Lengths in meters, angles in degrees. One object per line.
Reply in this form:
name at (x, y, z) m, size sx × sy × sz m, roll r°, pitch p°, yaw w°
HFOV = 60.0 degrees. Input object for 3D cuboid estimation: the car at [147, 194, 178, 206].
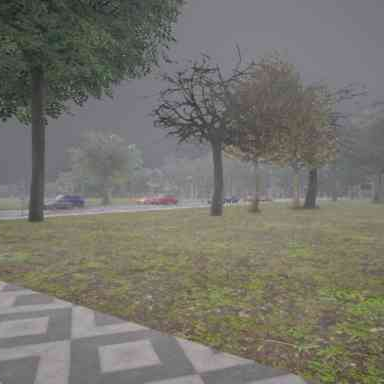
car at (-4.821, 1.335, 58.993) m, size 2.150 × 2.045 × 5.566 m, roll -1°, pitch -1°, yaw 36°

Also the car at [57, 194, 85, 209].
car at (-17.719, 1.336, 46.543) m, size 2.150 × 2.045 × 5.566 m, roll -1°, pitch -1°, yaw 36°

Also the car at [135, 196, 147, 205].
car at (-8.109, 1.494, 59.998) m, size 2.097 × 1.767 × 4.553 m, roll -1°, pitch 0°, yaw 36°

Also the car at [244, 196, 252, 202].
car at (14.009, 1.674, 79.890) m, size 1.812 × 1.442 × 4.674 m, roll -1°, pitch -1°, yaw 35°

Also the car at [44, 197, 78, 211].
car at (-17.039, 1.638, 41.887) m, size 1.994 × 1.385 × 4.181 m, roll -1°, pitch -1°, yaw 35°

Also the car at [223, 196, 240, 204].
car at (7.566, 1.574, 65.009) m, size 1.837 × 1.490 × 4.892 m, roll -1°, pitch -1°, yaw 35°

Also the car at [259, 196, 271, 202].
car at (17.263, 1.670, 78.860) m, size 1.994 × 1.385 × 4.181 m, roll -1°, pitch -1°, yaw 35°

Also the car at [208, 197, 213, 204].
car at (4.907, 1.668, 66.880) m, size 1.994 × 1.385 × 4.181 m, roll -1°, pitch -1°, yaw 35°
